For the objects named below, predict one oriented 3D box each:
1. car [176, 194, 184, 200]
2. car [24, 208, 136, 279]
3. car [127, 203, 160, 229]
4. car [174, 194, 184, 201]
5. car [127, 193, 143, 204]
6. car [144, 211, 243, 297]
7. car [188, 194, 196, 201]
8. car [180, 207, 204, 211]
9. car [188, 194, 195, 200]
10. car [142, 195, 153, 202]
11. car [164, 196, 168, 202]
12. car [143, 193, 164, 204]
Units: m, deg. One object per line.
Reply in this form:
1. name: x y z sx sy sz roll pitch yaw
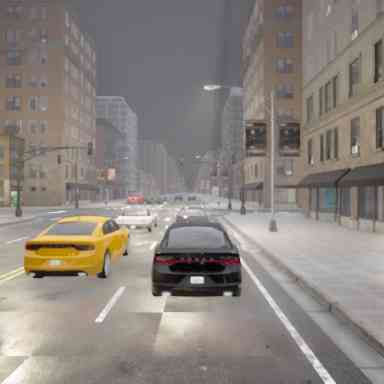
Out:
1. car: -3.272 1.352 91.210 2.033 1.411 5.357 0 0 0
2. car: -3.154 1.474 10.108 1.882 1.535 5.008 0 0 0
3. car: -3.155 1.592 20.003 1.895 1.301 4.718 0 0 0
4. car: -3.269 1.448 80.790 1.837 1.490 4.892 0 0 0
5. car: -9.842 1.190 57.763 2.150 2.045 5.566 0 0 0
6. car: 0.098 1.474 8.623 1.882 1.535 5.008 0 0 0
7. car: -0.019 1.426 80.791 1.882 1.535 5.008 0 0 0
8. car: -0.004 1.540 18.442 2.033 1.411 5.357 0 0 0
9. car: -0.022 1.290 91.210 1.882 1.535 5.008 0 0 0
10. car: -9.767 1.457 73.297 1.837 1.490 4.892 0 0 0
11. car: -6.518 1.481 73.008 1.812 1.442 4.674 0 0 0
12. car: -6.593 1.190 57.717 2.150 2.045 5.566 0 0 0
